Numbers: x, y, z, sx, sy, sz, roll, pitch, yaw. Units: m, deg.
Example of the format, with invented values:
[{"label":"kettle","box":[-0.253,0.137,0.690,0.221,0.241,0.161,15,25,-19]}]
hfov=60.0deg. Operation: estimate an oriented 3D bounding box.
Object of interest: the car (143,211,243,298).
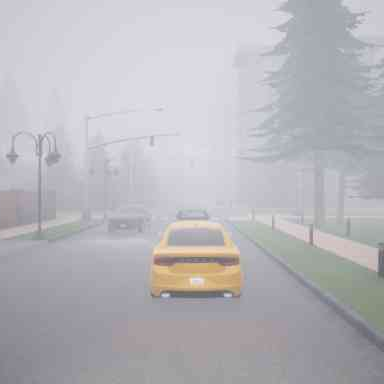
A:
[{"label":"car","box":[0.084,1.477,8.553,1.882,1.535,5.008,0,0,0]}]

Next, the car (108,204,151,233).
[{"label":"car","box":[-3.573,1.478,19.740,1.882,1.535,5.008,0,0,0]}]
